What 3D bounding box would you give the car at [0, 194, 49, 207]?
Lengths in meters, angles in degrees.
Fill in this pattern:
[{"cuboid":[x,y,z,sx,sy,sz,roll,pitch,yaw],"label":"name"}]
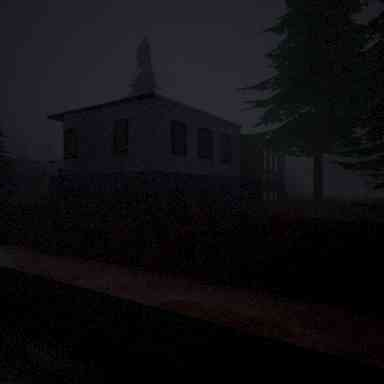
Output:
[{"cuboid":[-14.765,1.202,29.609,2.150,2.045,5.566,0,0,27],"label":"car"}]
